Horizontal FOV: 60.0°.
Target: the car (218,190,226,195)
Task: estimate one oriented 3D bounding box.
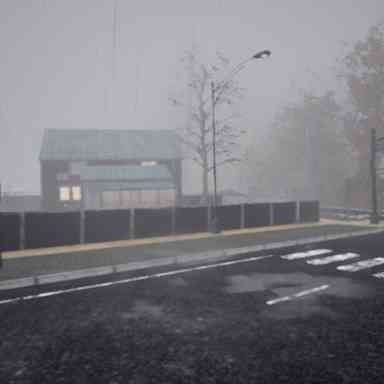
[{"bbox_3d":[6.660,0.545,64.616,2.150,2.045,5.566,-2,1,-15],"label":"car"}]

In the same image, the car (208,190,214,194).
[{"bbox_3d":[4.045,0.410,74.640,2.097,1.767,4.553,-2,1,-15],"label":"car"}]

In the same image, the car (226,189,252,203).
[{"bbox_3d":[7.351,0.897,50.766,2.097,1.767,4.553,-2,1,-14],"label":"car"}]
